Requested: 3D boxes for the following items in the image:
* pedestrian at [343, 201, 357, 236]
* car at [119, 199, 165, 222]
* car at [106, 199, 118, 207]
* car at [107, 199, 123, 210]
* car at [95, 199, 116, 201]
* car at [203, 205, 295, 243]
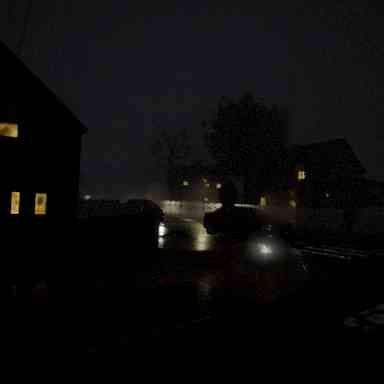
[{"bbox_3d":[8.249,1.372,17.495,0.375,1.860,0.375,4,-2,-36],"label":"pedestrian"},{"bbox_3d":[-3.739,1.318,25.464,2.097,1.767,4.553,3,-2,-29],"label":"car"},{"bbox_3d":[-14.488,1.987,60.651,1.994,1.385,4.181,3,-1,-13],"label":"car"},{"bbox_3d":[-11.829,1.905,50.991,1.994,1.385,4.181,3,-1,-18],"label":"car"},{"bbox_3d":[-8.488,1.544,34.481,1.837,1.490,4.892,3,-2,-25],"label":"car"},{"bbox_3d":[2.482,1.407,15.519,1.882,1.535,5.008,4,-2,-32],"label":"car"}]
